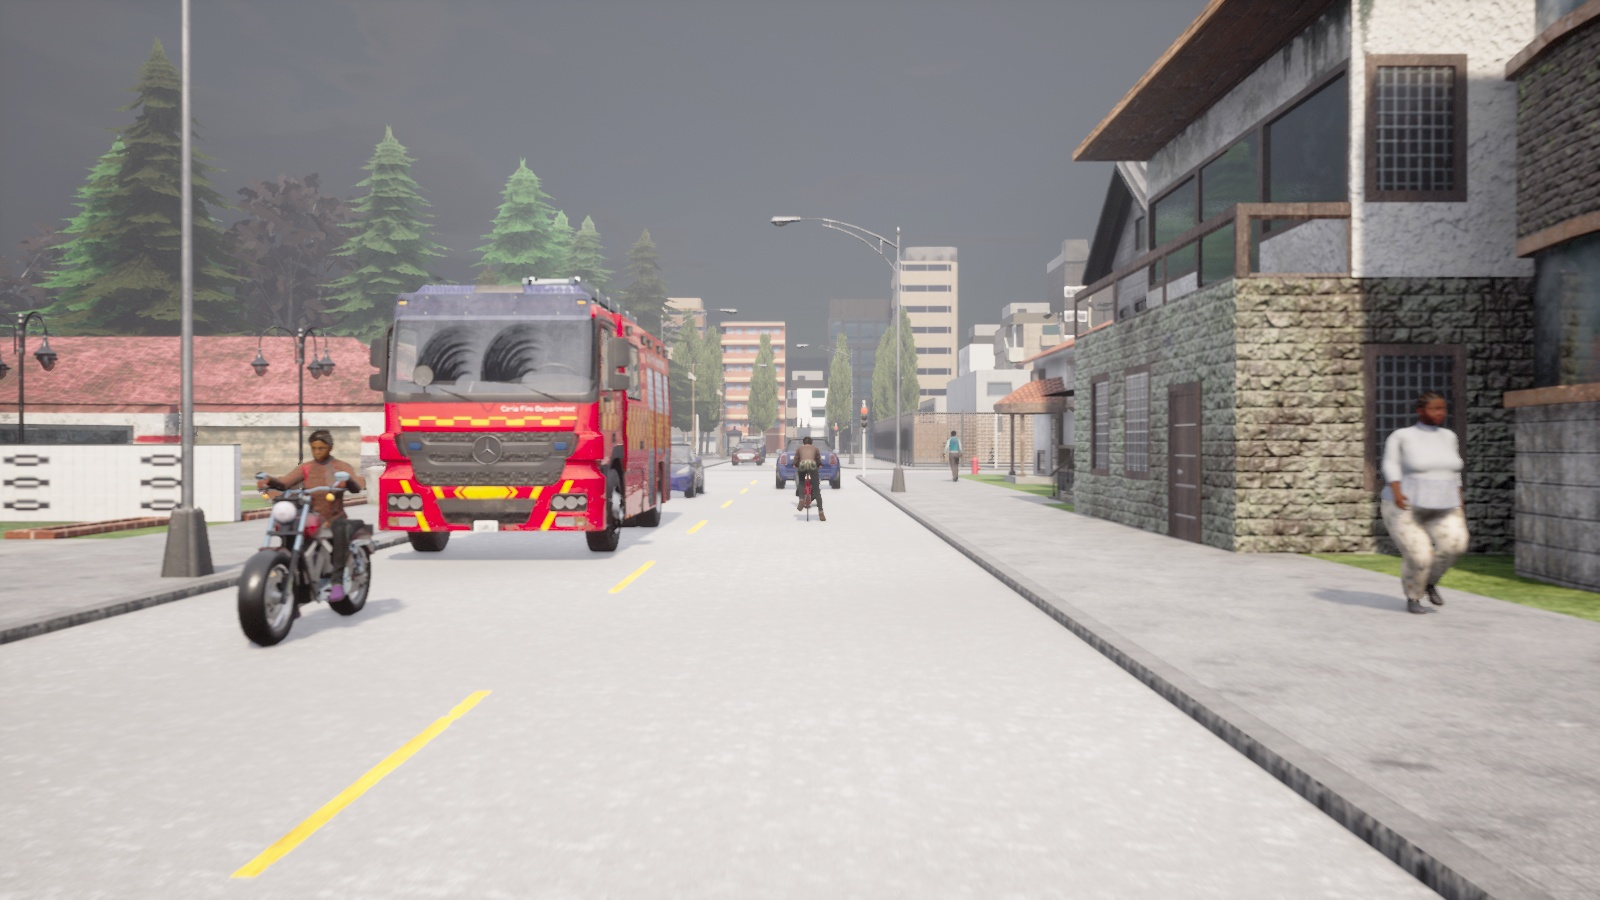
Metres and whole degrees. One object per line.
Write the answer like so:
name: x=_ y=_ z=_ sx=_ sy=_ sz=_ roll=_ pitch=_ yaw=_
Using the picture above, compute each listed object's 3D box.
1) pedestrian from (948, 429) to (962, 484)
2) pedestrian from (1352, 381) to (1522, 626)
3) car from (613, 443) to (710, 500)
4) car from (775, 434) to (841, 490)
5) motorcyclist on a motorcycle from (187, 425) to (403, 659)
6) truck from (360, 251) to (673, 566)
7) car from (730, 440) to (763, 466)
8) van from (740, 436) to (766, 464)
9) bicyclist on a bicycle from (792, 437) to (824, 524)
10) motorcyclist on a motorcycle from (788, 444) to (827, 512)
pedestrian: x=5.474 y=0.210 z=44.384 sx=0.396 sy=1.930 sz=0.692 roll=0 pitch=0 yaw=1
pedestrian: x=5.012 y=0.404 z=9.944 sx=0.874 sy=1.855 sz=0.900 roll=0 pitch=0 yaw=-1
car: x=-3.790 y=0.545 z=35.218 sx=2.163 sy=1.488 sz=4.792 roll=0 pitch=0 yaw=0
car: x=0.257 y=0.368 z=42.017 sx=2.097 sy=1.767 sz=4.553 roll=0 pitch=0 yaw=0
motorcyclist on a motorcycle: x=-3.930 y=0.637 z=10.020 sx=0.766 sy=1.649 sz=2.350 roll=0 pitch=0 yaw=0
truck: x=-3.876 y=-0.531 z=19.488 sx=2.891 sy=3.827 sz=8.468 roll=0 pitch=0 yaw=0
car: x=-3.528 y=0.202 z=83.816 sx=2.033 sy=1.649 sz=4.856 roll=0 pitch=0 yaw=0
van: x=-3.470 y=-0.028 z=93.035 sx=1.775 sy=1.987 sz=4.442 roll=0 pitch=0 yaw=0
bicyclist on a bicycle: x=0.149 y=0.564 z=24.028 sx=0.582 sy=1.620 sz=1.656 roll=0 pitch=0 yaw=0
motorcyclist on a motorcycle: x=0.178 y=0.616 z=29.364 sx=0.866 sy=1.530 sz=2.191 roll=0 pitch=0 yaw=0
